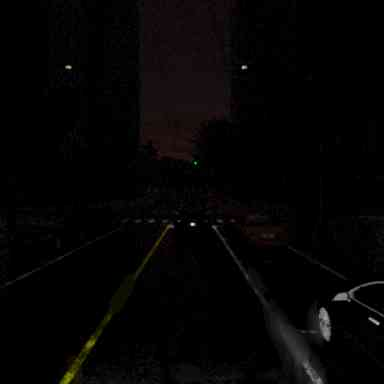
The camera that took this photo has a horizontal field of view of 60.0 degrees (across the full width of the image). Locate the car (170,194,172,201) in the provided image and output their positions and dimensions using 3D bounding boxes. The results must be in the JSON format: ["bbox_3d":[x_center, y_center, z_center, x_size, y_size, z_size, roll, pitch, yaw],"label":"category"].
[{"bbox_3d":[-5.919,1.547,68.831,2.008,1.369,4.403,-1,0,0],"label":"car"}]

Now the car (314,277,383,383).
[{"bbox_3d":[2.748,1.555,3.549,2.008,1.369,4.403,-1,0,0],"label":"car"}]

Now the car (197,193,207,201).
[{"bbox_3d":[2.567,1.274,85.893,2.192,1.841,5.009,-1,0,0],"label":"car"}]

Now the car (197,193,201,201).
[{"bbox_3d":[2.606,1.517,69.026,1.752,1.417,4.829,-1,0,0],"label":"car"}]

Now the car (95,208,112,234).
[{"bbox_3d":[-5.811,1.590,19.140,1.947,1.339,4.313,-1,0,0],"label":"car"}]

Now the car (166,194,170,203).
[{"bbox_3d":[-5.909,1.321,63.151,2.192,1.841,5.009,-1,0,0],"label":"car"}]

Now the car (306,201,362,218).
[{"bbox_3d":[13.158,1.648,30.909,4.892,1.490,1.837,0,-1,0],"label":"car"}]

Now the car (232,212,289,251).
[{"bbox_3d":[2.725,1.542,14.125,1.752,1.417,4.829,-1,0,0],"label":"car"}]

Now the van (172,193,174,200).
[{"bbox_3d":[-5.945,1.316,80.189,1.690,1.788,3.998,-1,0,0],"label":"van"}]

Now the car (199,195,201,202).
[{"bbox_3d":[2.631,1.575,57.497,1.947,1.339,4.313,-1,0,0],"label":"car"}]

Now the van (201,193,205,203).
[{"bbox_3d":[2.641,1.356,51.818,1.690,1.788,3.998,-1,0,0],"label":"van"}]

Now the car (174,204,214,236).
[{"bbox_3d":[0.050,1.583,18.562,1.994,1.385,4.181,0,0,0],"label":"car"}]

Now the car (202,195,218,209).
[{"bbox_3d":[2.655,1.545,46.308,1.752,1.417,4.829,-1,0,0],"label":"car"}]

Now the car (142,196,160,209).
[{"bbox_3d":[-5.869,1.606,46.111,1.802,1.307,4.206,-1,0,0],"label":"car"}]

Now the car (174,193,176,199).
[{"bbox_3d":[-5.957,1.403,85.869,1.967,1.590,4.097,-1,0,0],"label":"car"}]

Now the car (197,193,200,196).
[{"bbox_3d":[2.594,1.526,74.535,1.887,1.381,4.507,-1,0,0],"label":"car"}]

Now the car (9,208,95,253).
[{"bbox_3d":[-5.800,1.571,13.761,2.008,1.369,4.403,-1,0,0],"label":"car"}]

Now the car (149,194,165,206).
[{"bbox_3d":[-5.884,1.335,51.791,2.192,1.841,5.009,-1,0,0],"label":"car"}]
